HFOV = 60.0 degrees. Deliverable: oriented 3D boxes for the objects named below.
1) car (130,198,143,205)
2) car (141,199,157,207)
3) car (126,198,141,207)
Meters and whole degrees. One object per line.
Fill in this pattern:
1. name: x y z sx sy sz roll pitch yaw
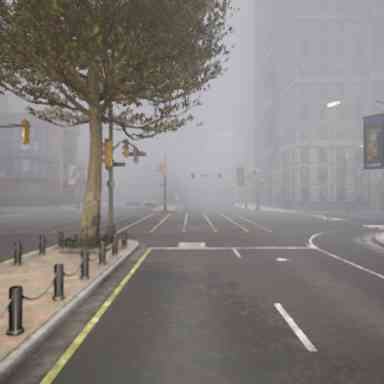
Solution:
1. car: -11.544 1.962 69.691 1.837 1.490 4.892 0 0 0
2. car: -8.066 2.083 64.935 1.882 1.535 5.008 0 -1 0
3. car: -11.561 2.176 65.208 1.994 1.385 4.181 0 -1 0
